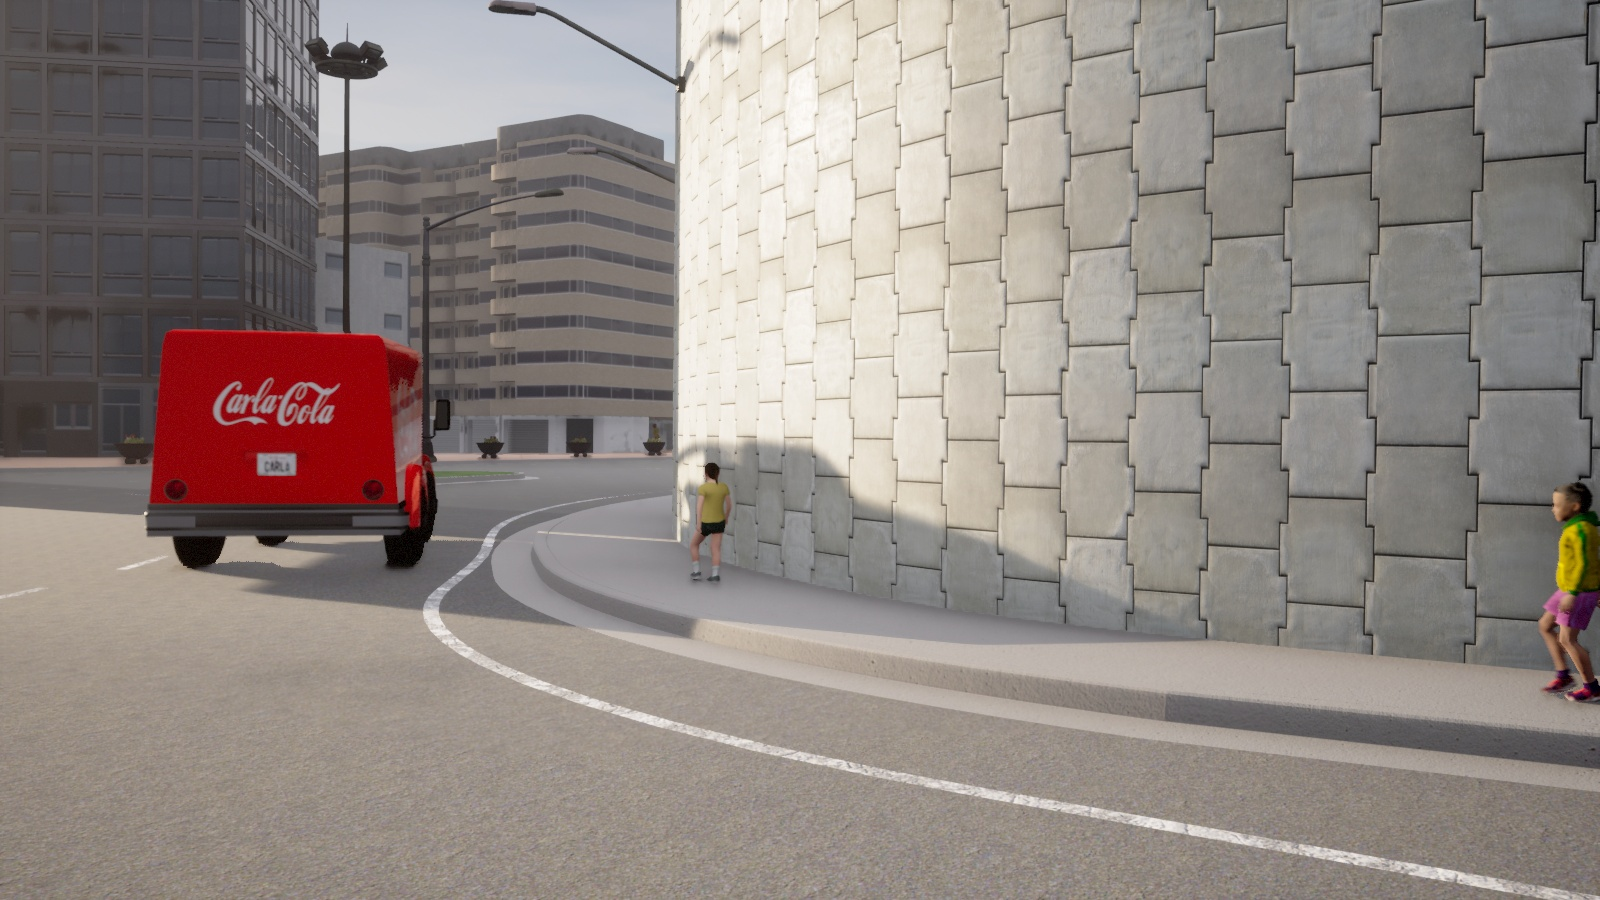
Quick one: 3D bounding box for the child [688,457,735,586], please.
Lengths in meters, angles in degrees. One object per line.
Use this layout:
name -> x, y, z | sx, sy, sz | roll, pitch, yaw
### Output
child -> -0.789, 0.621, 11.151 | 0.255, 1.110, 0.394 | -1, 1, -30

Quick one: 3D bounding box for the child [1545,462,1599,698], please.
child -> 4.038, 0.643, 6.330 | 0.473, 1.160, 0.299 | 0, 1, 33

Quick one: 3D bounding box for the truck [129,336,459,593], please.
truck -> -5.617, 0.093, 14.863 | 2.627, 2.467, 5.204 | -1, 1, -11

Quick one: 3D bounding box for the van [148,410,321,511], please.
van -> -12.564, 0.189, 27.763 | 2.069, 2.038, 4.480 | -1, 1, -44
